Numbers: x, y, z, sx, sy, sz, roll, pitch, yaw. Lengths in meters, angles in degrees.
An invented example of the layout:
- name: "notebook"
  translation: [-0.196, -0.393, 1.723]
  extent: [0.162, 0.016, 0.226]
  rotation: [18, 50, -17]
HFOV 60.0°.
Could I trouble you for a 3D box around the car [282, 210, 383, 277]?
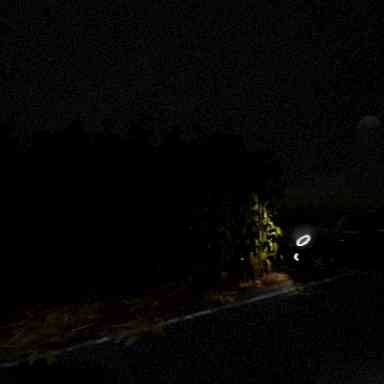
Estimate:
- name: "car"
  translation: [4.872, 1.308, 9.680]
  extent: [4.553, 1.767, 2.097]
  rotation: [0, -1, 1]
